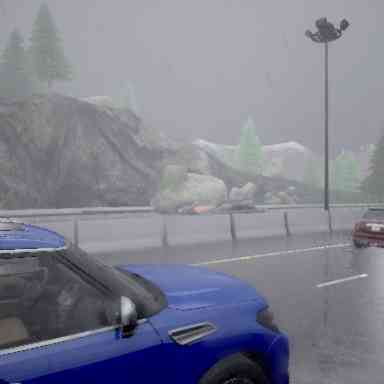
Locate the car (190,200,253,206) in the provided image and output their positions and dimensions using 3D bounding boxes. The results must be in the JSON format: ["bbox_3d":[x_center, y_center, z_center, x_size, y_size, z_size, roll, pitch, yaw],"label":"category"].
[{"bbox_3d":[2.557,1.492,21.905,4.892,1.490,1.837,0,0,-29],"label":"car"}]

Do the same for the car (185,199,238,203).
[{"bbox_3d":[2.182,1.337,25.681,4.553,1.767,2.097,0,0,-29],"label":"car"}]

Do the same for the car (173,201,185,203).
[{"bbox_3d":[1.106,1.475,29.102,4.902,1.511,2.128,0,0,-29],"label":"car"}]

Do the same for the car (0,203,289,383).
[{"bbox_3d":[-1.712,1.222,2.462,5.566,2.045,2.150,0,0,-36],"label":"car"}]

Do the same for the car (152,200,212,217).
[{"bbox_3d":[-0.936,1.531,32.014,5.357,1.411,2.033,0,0,-29],"label":"car"}]

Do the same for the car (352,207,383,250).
[{"bbox_3d":[8.406,1.339,12.931,4.553,1.767,2.097,0,0,-30],"label":"car"}]
